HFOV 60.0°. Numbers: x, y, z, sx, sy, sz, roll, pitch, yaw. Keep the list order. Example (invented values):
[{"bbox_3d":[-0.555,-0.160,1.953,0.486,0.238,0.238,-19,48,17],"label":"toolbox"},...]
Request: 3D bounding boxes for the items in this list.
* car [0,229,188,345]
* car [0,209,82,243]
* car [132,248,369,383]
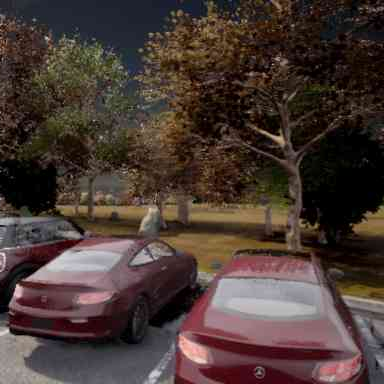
[{"bbox_3d":[-1.261,1.534,6.437,2.002,1.452,4.674,0,-1,16],"label":"car"},{"bbox_3d":[-3.654,1.373,8.166,2.185,1.767,4.553,0,-1,17],"label":"car"},{"bbox_3d":[1.137,1.530,4.699,2.002,1.452,4.674,0,-1,16],"label":"car"}]
